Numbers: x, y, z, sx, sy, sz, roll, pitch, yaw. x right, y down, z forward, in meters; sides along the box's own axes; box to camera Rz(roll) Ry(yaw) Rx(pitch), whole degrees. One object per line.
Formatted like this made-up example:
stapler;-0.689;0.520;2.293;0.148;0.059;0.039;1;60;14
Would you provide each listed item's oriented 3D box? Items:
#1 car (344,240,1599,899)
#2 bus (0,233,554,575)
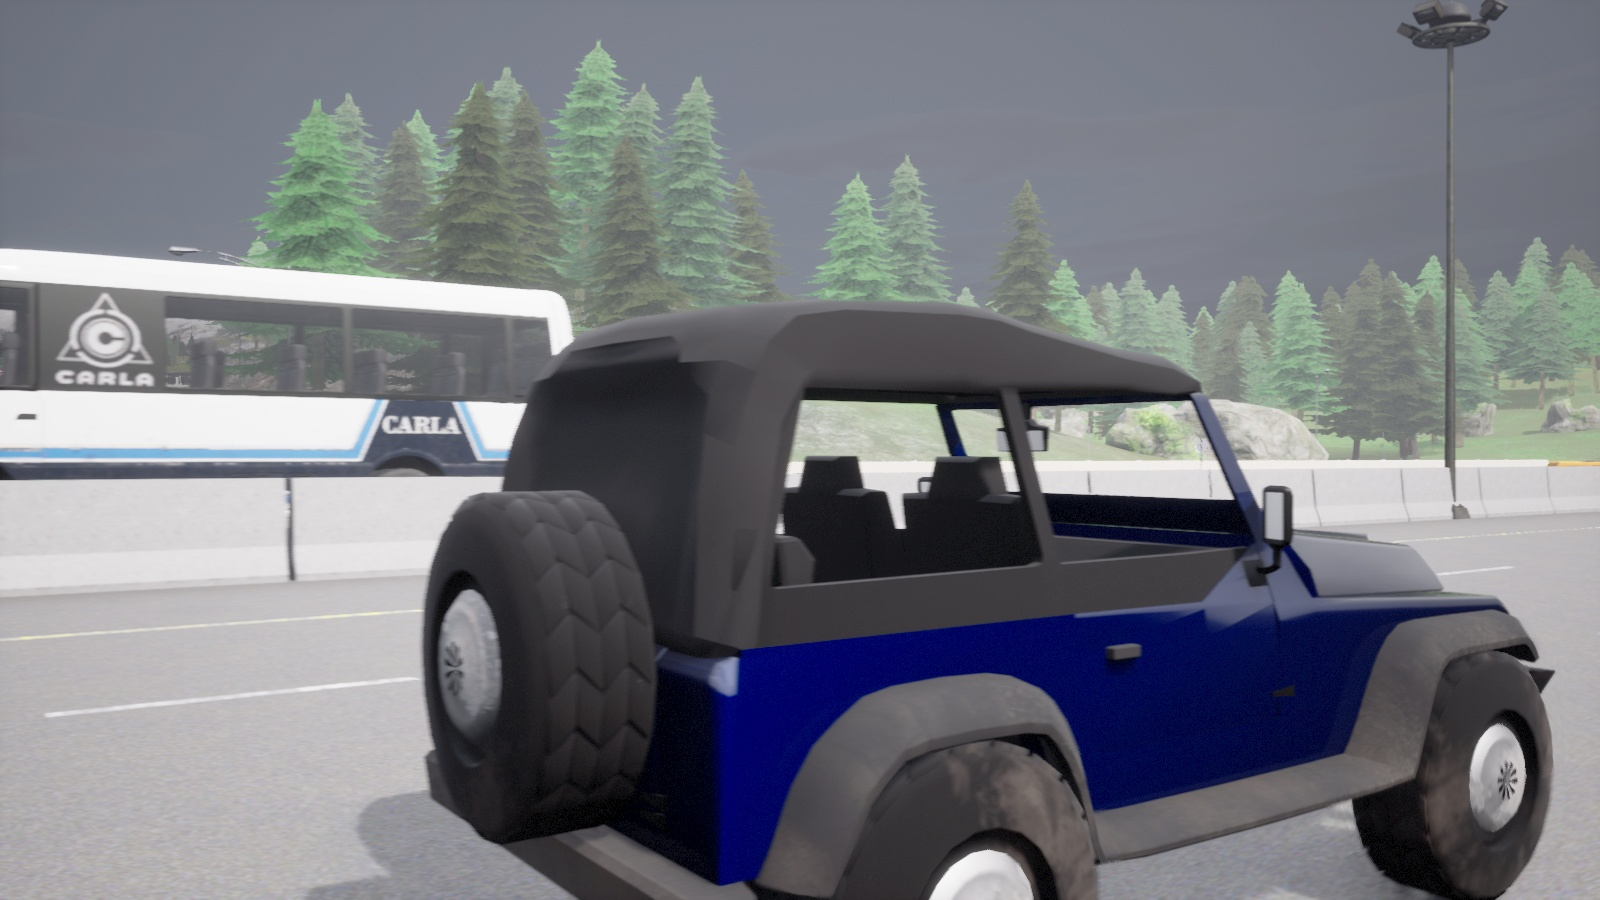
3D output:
car;0.738;0.550;4.173;3.866;1.878;1.905;0;0;-35
bus;-9.236;-0.567;18.557;10.273;4.253;3.944;0;0;-35
